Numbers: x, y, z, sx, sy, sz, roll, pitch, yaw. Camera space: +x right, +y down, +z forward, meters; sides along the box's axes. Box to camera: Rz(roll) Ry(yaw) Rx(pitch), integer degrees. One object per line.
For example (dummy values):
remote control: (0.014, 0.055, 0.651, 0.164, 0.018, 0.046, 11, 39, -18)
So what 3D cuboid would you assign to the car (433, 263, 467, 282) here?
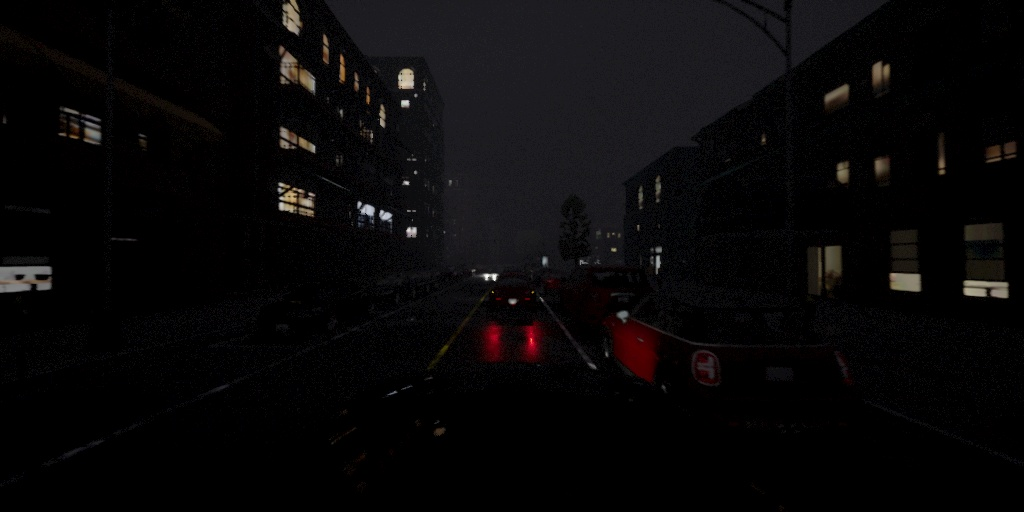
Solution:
car: (-5.693, 1.575, 33.228, 1.967, 1.591, 4.097, 0, 0, 0)

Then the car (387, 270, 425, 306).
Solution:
car: (-5.691, 1.476, 16.614, 2.007, 1.370, 4.403, 0, 0, 0)

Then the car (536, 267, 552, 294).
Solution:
car: (2.689, 1.575, 22.152, 1.802, 1.307, 4.207, 0, 0, 0)

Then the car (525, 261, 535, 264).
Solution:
car: (2.687, 1.877, 50.016, 1.751, 1.417, 4.829, 0, 0, 0)

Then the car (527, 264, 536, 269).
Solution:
car: (2.688, 1.686, 33.228, 2.007, 1.370, 4.403, 0, 0, 0)

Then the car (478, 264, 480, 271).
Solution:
car: (-5.695, 2.021, 60.754, 1.751, 1.417, 4.829, 0, 0, 0)

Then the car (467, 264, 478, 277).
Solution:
car: (-5.693, 1.719, 44.306, 1.967, 1.591, 4.097, 0, 0, 0)

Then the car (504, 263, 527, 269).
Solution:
car: (0.052, 1.576, 30.425, 1.882, 1.535, 5.008, 0, 0, 0)

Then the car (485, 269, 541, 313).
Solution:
car: (0.050, 1.430, 14.868, 1.812, 1.442, 4.674, 0, 0, 1)

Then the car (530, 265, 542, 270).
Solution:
car: (2.688, 1.629, 27.691, 1.948, 1.339, 4.313, 0, 0, 0)

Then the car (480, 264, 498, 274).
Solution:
car: (-3.086, 1.884, 53.102, 2.128, 1.511, 4.902, 0, -1, 0)

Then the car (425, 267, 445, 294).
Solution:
car: (-5.692, 1.544, 22.152, 2.007, 1.370, 4.403, 0, 0, 0)

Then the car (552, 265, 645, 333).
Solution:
car: (2.690, 1.174, 11.077, 2.192, 1.841, 5.009, 0, 0, 0)

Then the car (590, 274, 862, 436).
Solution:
car: (2.690, 1.234, 5.537, 1.967, 1.591, 4.097, 0, 0, 0)

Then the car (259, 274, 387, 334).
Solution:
car: (-5.691, 1.425, 11.076, 1.948, 1.339, 4.313, 0, 0, 0)
